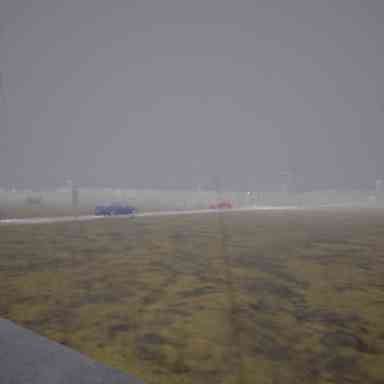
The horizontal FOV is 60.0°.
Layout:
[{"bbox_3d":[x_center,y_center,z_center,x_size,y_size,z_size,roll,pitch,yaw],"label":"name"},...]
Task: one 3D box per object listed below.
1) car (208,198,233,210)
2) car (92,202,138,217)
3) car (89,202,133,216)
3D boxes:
[{"bbox_3d":[4.987,2.028,57.624,2.150,2.045,5.566,-1,-2,36],"label":"car"},{"bbox_3d":[-7.786,1.777,34.622,1.882,1.535,5.008,-1,-2,36],"label":"car"},{"bbox_3d":[-9.094,1.888,37.839,1.837,1.490,4.892,-1,-2,35],"label":"car"}]
